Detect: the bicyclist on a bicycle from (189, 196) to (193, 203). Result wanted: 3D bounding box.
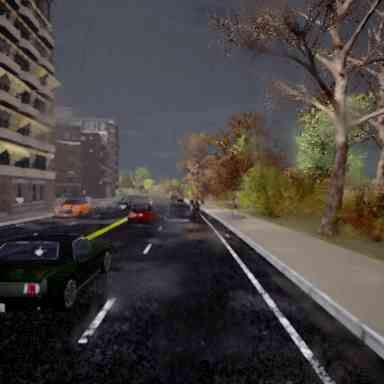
[{"bbox_3d":[-0.052,1.357,35.483,0.659,1.776,1.843,0,0,-3],"label":"bicyclist on a bicycle"}]

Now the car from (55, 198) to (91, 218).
[{"bbox_3d":[-10.529,1.358,29.655,2.097,1.767,4.553,0,0,-3],"label":"car"}]

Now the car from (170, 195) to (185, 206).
[{"bbox_3d":[-2.198,1.469,55.212,2.128,1.511,4.902,0,0,-4],"label":"car"}]

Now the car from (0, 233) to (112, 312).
[{"bbox_3d":[-3.210,1.603,7.646,1.895,1.301,4.718,0,0,-1],"label":"car"}]

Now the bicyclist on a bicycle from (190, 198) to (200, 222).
[{"bbox_3d":[0.392,1.443,25.548,0.582,1.620,1.656,0,0,-2],"label":"bicyclist on a bicycle"}]

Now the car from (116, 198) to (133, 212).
[{"bbox_3d":[-7.764,1.490,39.420,2.128,1.511,4.902,0,0,-3],"label":"car"}]

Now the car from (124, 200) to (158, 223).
[{"bbox_3d":[-3.650,1.560,25.196,1.994,1.385,4.181,0,0,-2],"label":"car"}]
